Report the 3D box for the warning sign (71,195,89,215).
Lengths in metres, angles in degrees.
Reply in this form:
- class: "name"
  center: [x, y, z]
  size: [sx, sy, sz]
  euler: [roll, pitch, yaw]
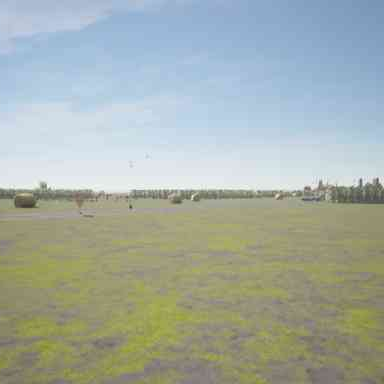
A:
- class: "warning sign"
  center: [-10.934, 1.240, 32.506]
  size: [1.300, 1.860, 1.060]
  euler: [0, 0, 37]
